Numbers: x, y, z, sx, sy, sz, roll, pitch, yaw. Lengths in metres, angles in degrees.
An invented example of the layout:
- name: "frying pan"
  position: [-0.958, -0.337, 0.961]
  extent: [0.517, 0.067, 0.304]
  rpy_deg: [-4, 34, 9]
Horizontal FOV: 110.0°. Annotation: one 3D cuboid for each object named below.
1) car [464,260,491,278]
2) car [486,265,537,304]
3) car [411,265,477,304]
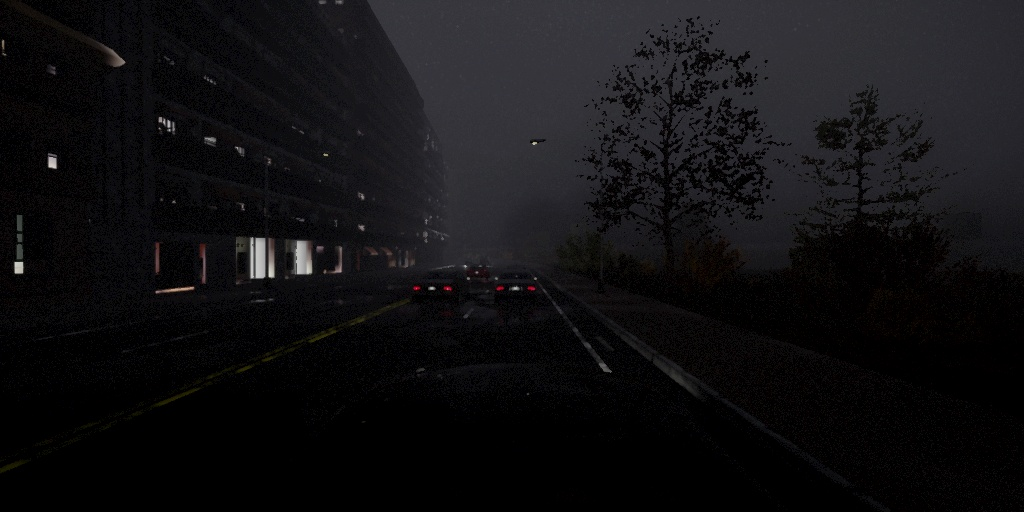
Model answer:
- name: "car"
  position: [-2.848, 1.326, 31.430]
  extent: [1.994, 1.385, 4.181]
  rpy_deg: [0, 0, 1]
- name: "car"
  position: [0.176, 1.314, 16.382]
  extent: [2.033, 1.411, 5.357]
  rpy_deg: [0, 0, 1]
- name: "car"
  position: [-3.073, 1.313, 16.430]
  extent: [2.033, 1.411, 5.357]
  rpy_deg: [0, 0, 1]
